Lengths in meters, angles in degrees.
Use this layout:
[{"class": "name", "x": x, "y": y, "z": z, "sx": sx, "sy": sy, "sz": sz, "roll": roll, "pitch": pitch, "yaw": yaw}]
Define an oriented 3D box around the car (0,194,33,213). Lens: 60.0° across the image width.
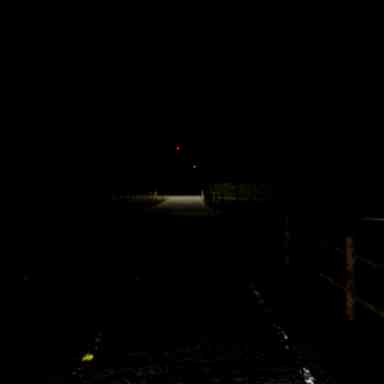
[{"class": "car", "x": -15.591, "y": 0.872, "z": 27.064, "sx": 5.008, "sy": 1.535, "sz": 1.882, "roll": 1, "pitch": 0, "yaw": 3}]
